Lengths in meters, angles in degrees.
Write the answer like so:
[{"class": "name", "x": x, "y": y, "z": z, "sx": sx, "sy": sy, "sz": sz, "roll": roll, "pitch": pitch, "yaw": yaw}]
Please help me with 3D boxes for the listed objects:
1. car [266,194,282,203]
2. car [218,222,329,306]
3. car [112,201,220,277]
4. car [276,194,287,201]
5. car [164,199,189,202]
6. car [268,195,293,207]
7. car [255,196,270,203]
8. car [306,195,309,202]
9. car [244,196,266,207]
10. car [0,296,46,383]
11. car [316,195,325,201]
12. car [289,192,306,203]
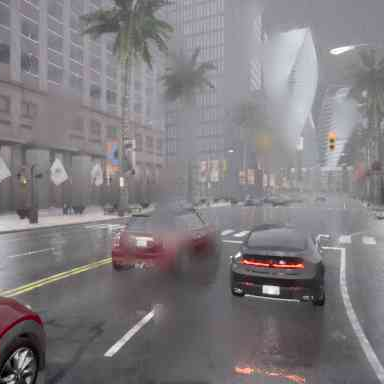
[{"class": "car", "x": 14.655, "y": 1.477, "z": 61.471, "sx": 1.882, "sy": 1.535, "sz": 5.008, "roll": 0, "pitch": 0, "yaw": 25}, {"class": "car", "x": 2.251, "y": 1.505, "z": 8.224, "sx": 1.837, "sy": 1.490, "sz": 4.892, "roll": 0, "pitch": 0, "yaw": 20}, {"class": "car", "x": -0.533, "y": 1.352, "z": 10.591, "sx": 2.097, "sy": 1.767, "sz": 4.553, "roll": 0, "pitch": 0, "yaw": 21}, {"class": "car", "x": 24.019, "y": 1.354, "z": 89.180, "sx": 2.185, "sy": 1.767, "sz": 4.553, "roll": 0, "pitch": 0, "yaw": 24}, {"class": "car", "x": -1.481, "y": 1.352, "z": 26.468, "sx": 2.097, "sy": 1.767, "sz": 4.553, "roll": 0, "pitch": 0, "yaw": 25}, {"class": "car", "x": 13.611, "y": 1.547, "z": 50.903, "sx": 2.033, "sy": 1.411, "sz": 5.357, "roll": 0, "pitch": 0, "yaw": 25}, {"class": "car", "x": 14.795, "y": 1.513, "z": 69.282, "sx": 2.161, "sy": 1.482, "sz": 4.786, "roll": 0, "pitch": 0, "yaw": 24}, {"class": "car", "x": 26.202, "y": 1.478, "z": 78.019, "sx": 1.882, "sy": 1.535, "sz": 5.008, "roll": 0, "pitch": 0, "yaw": 25}, {"class": "car", "x": 9.245, "y": 1.565, "z": 49.790, "sx": 1.994, "sy": 1.385, "sz": 4.181, "roll": 0, "pitch": 0, "yaw": 25}, {"class": "car", "x": -2.960, "y": 1.352, "z": 2.123, "sx": 2.097, "sy": 1.767, "sz": 4.553, "roll": 0, "pitch": 0, "yaw": 7}, {"class": "car", "x": 31.450, "y": 1.524, "z": 81.071, "sx": 1.812, "sy": 1.442, "sz": 4.674, "roll": 0, "pitch": 0, "yaw": 24}, {"class": "car", "x": 20.744, "y": 1.352, "z": 66.204, "sx": 2.097, "sy": 1.767, "sz": 4.553, "roll": 0, "pitch": 0, "yaw": 25}]
